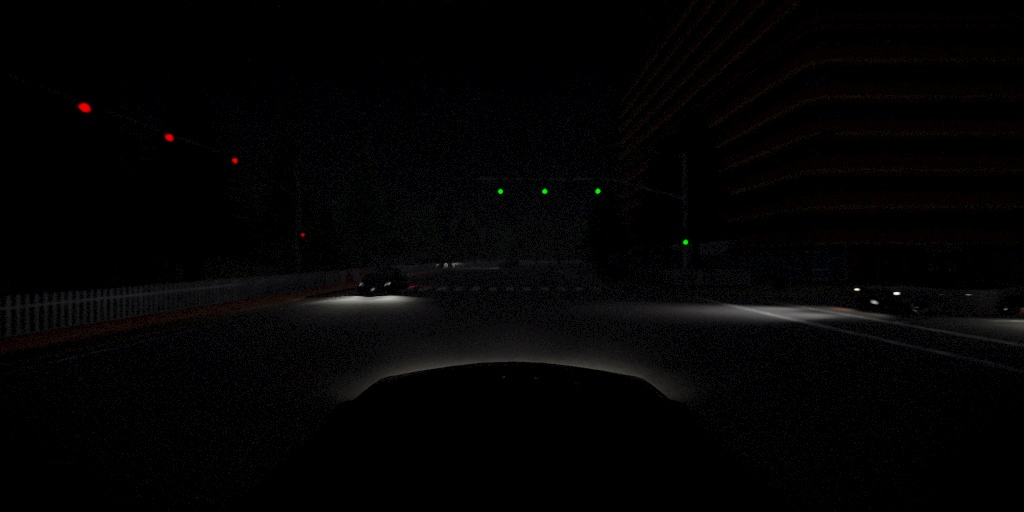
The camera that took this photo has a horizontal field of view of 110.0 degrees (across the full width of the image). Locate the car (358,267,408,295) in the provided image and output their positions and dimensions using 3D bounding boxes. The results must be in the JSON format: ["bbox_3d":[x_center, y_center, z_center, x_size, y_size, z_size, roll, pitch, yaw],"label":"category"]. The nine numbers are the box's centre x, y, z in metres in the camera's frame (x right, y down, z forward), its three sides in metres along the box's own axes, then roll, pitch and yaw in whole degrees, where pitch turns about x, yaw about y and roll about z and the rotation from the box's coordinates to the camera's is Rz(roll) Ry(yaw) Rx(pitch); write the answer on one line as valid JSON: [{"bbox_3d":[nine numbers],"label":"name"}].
[{"bbox_3d":[-7.170,1.387,20.384,1.812,1.442,4.674,0,0,-4],"label":"car"}]

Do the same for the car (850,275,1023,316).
[{"bbox_3d":[15.184,1.337,12.794,4.718,1.301,1.895,0,0,2],"label":"car"}]
